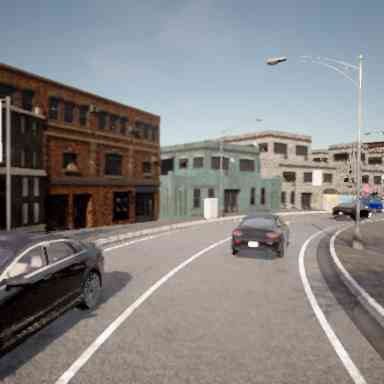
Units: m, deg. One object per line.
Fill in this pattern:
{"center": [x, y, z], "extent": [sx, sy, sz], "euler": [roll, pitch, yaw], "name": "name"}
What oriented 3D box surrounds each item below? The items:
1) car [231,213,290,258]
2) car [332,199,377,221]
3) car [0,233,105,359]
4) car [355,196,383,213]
{"center": [2.787, 1.556, 13.067], "extent": [1.812, 1.442, 4.674], "euler": [1, 0, 20], "name": "car"}
{"center": [14.417, 1.682, 29.812], "extent": [5.008, 1.535, 1.882], "euler": [1, 0, -43], "name": "car"}
{"center": [-2.984, 1.459, 5.054], "extent": [2.128, 1.511, 4.902], "euler": [0, 0, 9], "name": "car"}
{"center": [20.618, 1.493, 39.631], "extent": [5.566, 2.045, 2.150], "euler": [2, 0, -36], "name": "car"}
